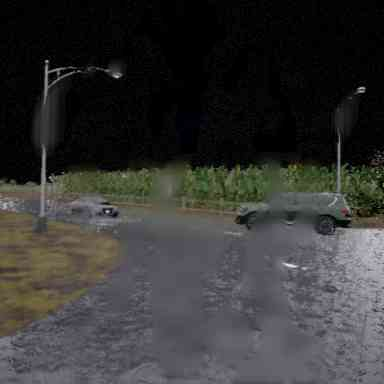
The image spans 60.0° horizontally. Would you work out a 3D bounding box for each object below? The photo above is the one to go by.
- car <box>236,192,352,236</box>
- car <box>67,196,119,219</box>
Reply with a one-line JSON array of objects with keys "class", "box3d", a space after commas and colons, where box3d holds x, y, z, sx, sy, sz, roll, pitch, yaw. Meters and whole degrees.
[{"class": "car", "box3d": [5.089, 1.021, 17.000, 5.566, 2.045, 2.150, 2, 1, 14]}, {"class": "car", "box3d": [-6.565, 0.963, 21.997, 1.994, 1.385, 4.181, 2, 0, -43]}]
